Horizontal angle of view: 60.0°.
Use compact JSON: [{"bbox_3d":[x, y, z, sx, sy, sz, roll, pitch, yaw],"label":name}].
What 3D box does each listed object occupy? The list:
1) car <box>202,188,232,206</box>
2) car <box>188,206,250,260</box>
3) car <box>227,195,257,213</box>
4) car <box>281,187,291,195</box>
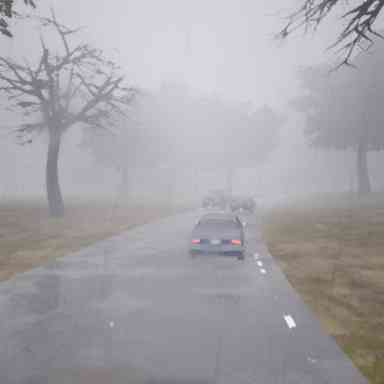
[{"bbox_3d":[2.713,0.682,34.045,2.150,2.045,5.566,0,1,19],"label":"car"},{"bbox_3d":[1.011,1.486,12.311,2.033,1.411,5.357,0,1,7],"label":"car"},{"bbox_3d":[4.697,1.133,29.747,1.895,1.301,4.718,0,0,16],"label":"car"},{"bbox_3d":[20.436,-0.213,72.503,2.097,1.767,4.553,0,1,16],"label":"car"}]
